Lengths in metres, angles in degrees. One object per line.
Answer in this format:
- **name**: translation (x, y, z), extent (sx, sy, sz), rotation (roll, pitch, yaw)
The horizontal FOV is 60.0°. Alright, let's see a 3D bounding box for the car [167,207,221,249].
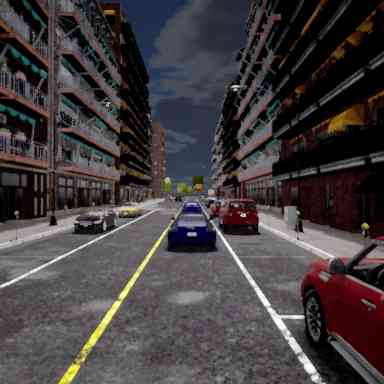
- **car**: translation (-0.001, 1.576, 14.651), extent (1.994, 1.385, 4.181), rotation (0, 0, 0)

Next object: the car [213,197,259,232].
- **car**: translation (2.703, 1.320, 19.903), extent (2.192, 1.841, 5.009), rotation (1, 0, 0)

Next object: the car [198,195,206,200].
- **car**: translation (2.771, 1.612, 92.929), extent (1.947, 1.339, 4.313), rotation (1, 0, 0)

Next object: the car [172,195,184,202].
- **car**: translation (-3.001, 1.493, 75.964), extent (1.837, 1.490, 4.892), rotation (0, 0, 0)

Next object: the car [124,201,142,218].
- **car**: translation (-5.680, 1.534, 30.903), extent (1.752, 1.417, 4.829), rotation (1, 0, 0)

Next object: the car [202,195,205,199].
- **car**: translation (3.140, 1.499, 54.734), extent (1.882, 1.535, 5.008), rotation (0, 0, 0)

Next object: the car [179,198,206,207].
- **car**: translation (0.000, 1.543, 29.653), extent (1.812, 1.442, 4.674), rotation (0, 0, 0)

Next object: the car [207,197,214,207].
- **car**: translation (2.701, 1.449, 31.040), extent (1.967, 1.590, 4.097), rotation (1, 0, 0)

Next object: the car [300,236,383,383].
- **car**: translation (2.703, 1.314, 3.200), extent (2.192, 1.841, 5.009), rotation (1, 0, 0)

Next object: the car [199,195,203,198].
- **car**: translation (2.709, 1.559, 75.753), extent (1.752, 1.417, 4.829), rotation (1, 0, 0)

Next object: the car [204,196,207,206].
- **car**: translation (3.140, 1.495, 47.734), extent (1.882, 1.535, 5.008), rotation (0, 0, 0)

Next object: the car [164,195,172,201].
- **car**: translation (-5.698, 1.478, 81.184), extent (1.967, 1.590, 4.097), rotation (1, 0, 0)

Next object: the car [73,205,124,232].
- **car**: translation (-5.680, 1.555, 19.937), extent (2.008, 1.369, 4.403), rotation (1, 0, 0)
